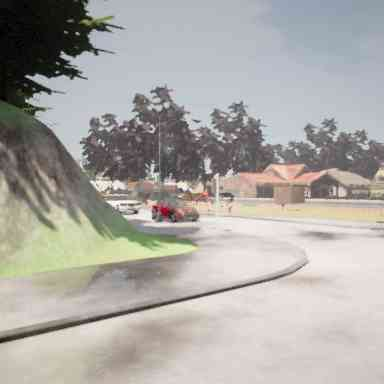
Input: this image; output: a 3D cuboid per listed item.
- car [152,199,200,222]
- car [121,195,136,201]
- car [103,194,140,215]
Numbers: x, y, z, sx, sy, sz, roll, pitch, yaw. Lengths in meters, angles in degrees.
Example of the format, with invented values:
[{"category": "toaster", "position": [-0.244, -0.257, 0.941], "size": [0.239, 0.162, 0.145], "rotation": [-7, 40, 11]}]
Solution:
[{"category": "car", "position": [-1.354, 1.378, 26.328], "size": [2.097, 1.767, 4.553], "rotation": [0, 0, -36]}, {"category": "car", "position": [-15.346, 1.362, 80.217], "size": [1.994, 1.381, 4.181], "rotation": [0, 0, -36]}, {"category": "car", "position": [-7.485, 1.248, 34.938], "size": [2.150, 2.045, 5.566], "rotation": [0, 0, -35]}]
